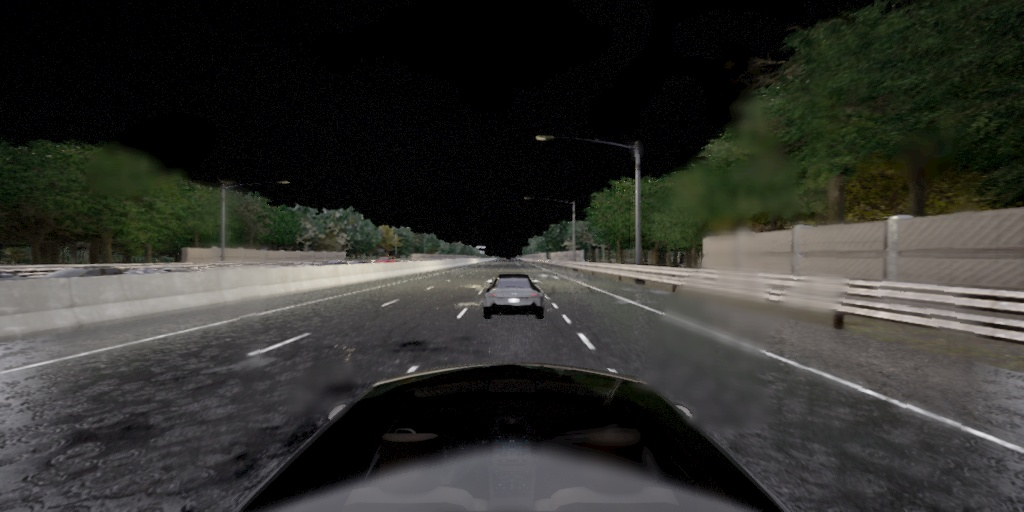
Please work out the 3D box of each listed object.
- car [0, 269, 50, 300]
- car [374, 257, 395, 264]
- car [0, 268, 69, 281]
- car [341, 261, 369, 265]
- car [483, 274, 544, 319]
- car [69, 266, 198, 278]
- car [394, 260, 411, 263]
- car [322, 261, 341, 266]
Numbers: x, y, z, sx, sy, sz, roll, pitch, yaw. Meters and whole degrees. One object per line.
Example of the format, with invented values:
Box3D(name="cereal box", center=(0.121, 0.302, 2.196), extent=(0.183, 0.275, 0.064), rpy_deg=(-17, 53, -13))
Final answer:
Box3D(name="car", center=(-24.601, 1.342, 16.231), extent=(1.994, 1.385, 4.181), rpy_deg=(0, 0, 0))
Box3D(name="car", center=(-21.035, 1.169, 59.452), extent=(2.150, 2.045, 5.566), rpy_deg=(0, 0, 0))
Box3D(name="car", center=(-21.101, 1.286, 17.675), extent=(1.837, 1.490, 4.892), rpy_deg=(0, 0, 0))
Box3D(name="car", center=(-24.540, 1.485, 57.050), extent=(2.033, 1.411, 5.357), rpy_deg=(0, 0, 1))
Box3D(name="car", center=(0.041, 1.329, 12.946), extent=(1.994, 1.385, 4.181), rpy_deg=(0, 0, 0))
Box3D(name="car", center=(-17.601, 1.273, 17.641), extent=(2.128, 1.511, 4.902), rpy_deg=(0, 0, 0))
Box3D(name="car", center=(-17.539, 1.547, 59.557), extent=(1.895, 1.301, 4.718), rpy_deg=(0, 0, 1))
Box3D(name="car", center=(-28.033, 1.485, 56.956), extent=(2.033, 1.411, 5.357), rpy_deg=(0, 0, 1))
